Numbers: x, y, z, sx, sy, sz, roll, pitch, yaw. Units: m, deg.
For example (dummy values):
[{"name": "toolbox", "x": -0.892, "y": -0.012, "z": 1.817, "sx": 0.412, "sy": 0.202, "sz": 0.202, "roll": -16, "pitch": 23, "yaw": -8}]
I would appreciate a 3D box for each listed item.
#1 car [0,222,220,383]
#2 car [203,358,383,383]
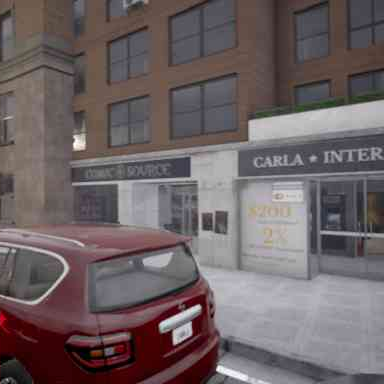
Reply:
[{"name": "car", "x": -2.027, "y": 1.327, "z": 4.304, "sx": 5.009, "sy": 1.841, "sz": 2.192, "roll": 0, "pitch": -1, "yaw": 35}, {"name": "car", "x": 2.436, "y": 1.547, "z": 1.121, "sx": 4.403, "sy": 1.369, "sz": 2.008, "roll": 0, "pitch": -1, "yaw": 35}]
